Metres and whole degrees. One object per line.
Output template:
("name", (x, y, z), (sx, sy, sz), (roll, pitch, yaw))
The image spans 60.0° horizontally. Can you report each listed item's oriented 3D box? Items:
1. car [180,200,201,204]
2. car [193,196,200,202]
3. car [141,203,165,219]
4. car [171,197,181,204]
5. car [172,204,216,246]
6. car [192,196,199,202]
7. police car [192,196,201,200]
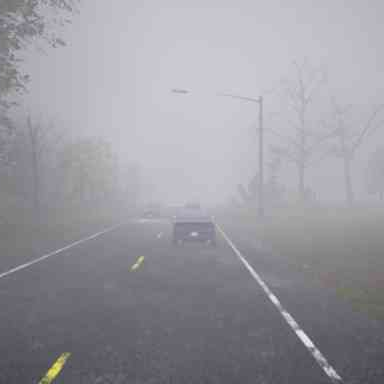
("car", (0.096, 1.737, 32.867), (1.994, 1.385, 4.181), (0, 0, 0))
("car", (1.048, 1.840, 87.405), (1.801, 1.575, 5.366), (0, 0, 0))
("car", (-3.600, 1.715, 31.776), (2.033, 1.411, 5.357), (0, 0, 0))
("car", (-3.502, 1.813, 73.401), (2.128, 1.511, 4.902), (0, 0, 0))
("car", (0.097, 1.566, 15.881), (1.882, 1.535, 5.008), (0, 0, 0))
("car", (1.048, 1.927, 93.216), (1.812, 1.442, 4.674), (0, 0, 0))
("police car", (1.048, 1.777, 77.325), (1.930, 1.638, 5.238), (0, 0, 0))
